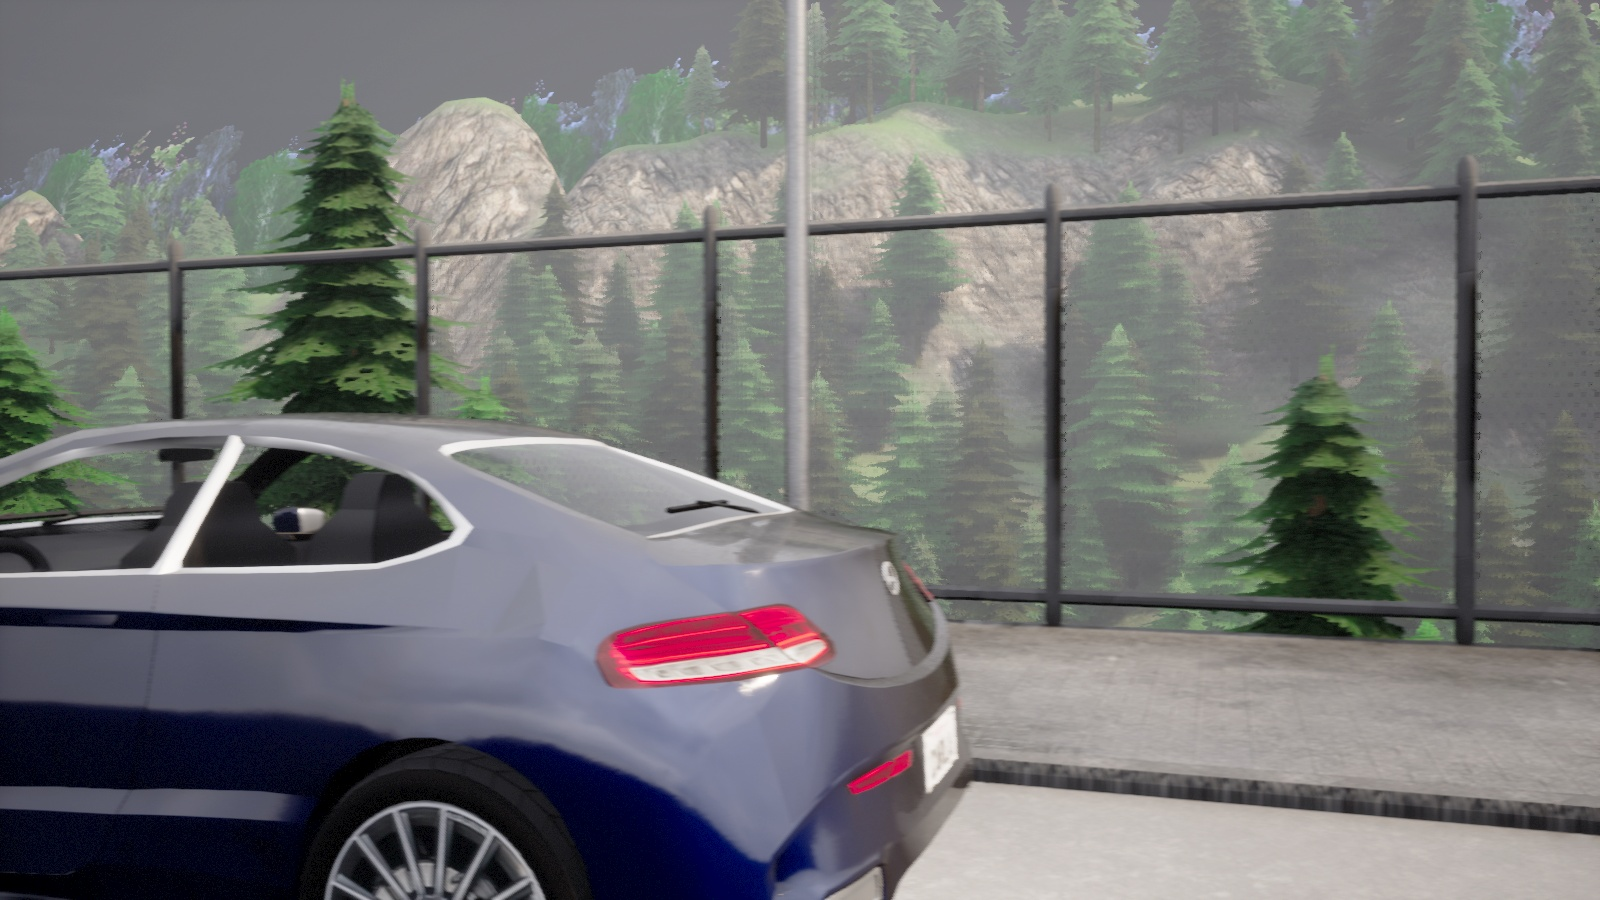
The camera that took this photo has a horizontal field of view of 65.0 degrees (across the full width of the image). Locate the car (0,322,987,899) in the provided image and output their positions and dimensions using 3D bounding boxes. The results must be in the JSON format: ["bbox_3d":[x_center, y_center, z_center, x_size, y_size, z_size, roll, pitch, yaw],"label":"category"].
[{"bbox_3d":[-2.044,0.527,4.403,5.027,1.651,2.152,1,1,19],"label":"car"}]
